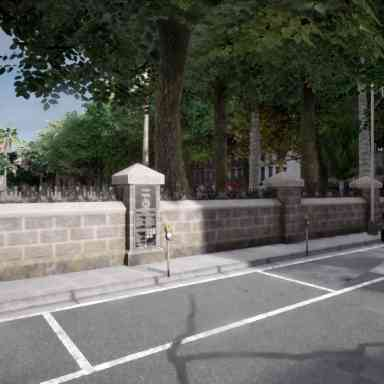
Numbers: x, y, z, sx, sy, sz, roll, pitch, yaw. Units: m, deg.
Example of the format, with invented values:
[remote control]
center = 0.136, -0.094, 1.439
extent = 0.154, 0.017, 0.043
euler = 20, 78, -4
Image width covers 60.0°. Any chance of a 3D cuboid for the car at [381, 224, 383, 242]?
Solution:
[car]
center = 9.670, 1.310, 13.439
extent = 5.009, 1.841, 2.192
euler = 0, 0, -36
